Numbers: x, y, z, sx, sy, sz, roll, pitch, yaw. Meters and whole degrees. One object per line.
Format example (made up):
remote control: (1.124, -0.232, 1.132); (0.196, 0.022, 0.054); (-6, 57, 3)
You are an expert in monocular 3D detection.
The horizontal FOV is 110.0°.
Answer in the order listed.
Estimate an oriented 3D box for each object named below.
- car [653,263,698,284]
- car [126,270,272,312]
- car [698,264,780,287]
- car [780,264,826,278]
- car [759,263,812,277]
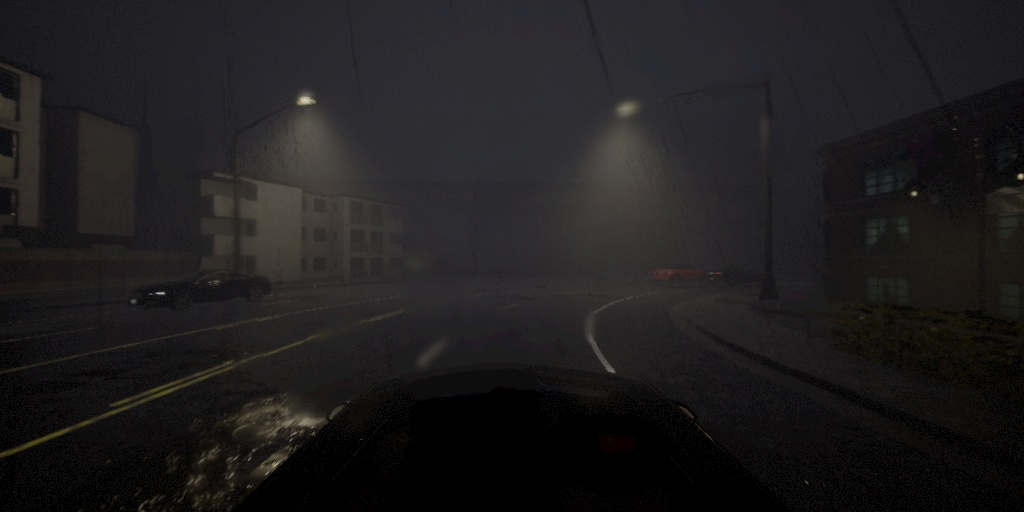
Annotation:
car: (14.186, 1.374, 30.051); (4.553, 1.767, 2.097); (0, 0, -20)
car: (-12.731, 1.360, 15.055); (2.128, 1.511, 4.902); (0, -1, 16)
car: (17.132, 1.488, 27.126); (4.902, 1.511, 2.128); (0, -1, -15)
car: (32.339, 1.606, 38.906); (4.902, 1.511, 2.128); (0, -1, -2)
car: (32.311, 1.653, 42.397); (4.892, 1.490, 1.837); (1, -1, -1)
